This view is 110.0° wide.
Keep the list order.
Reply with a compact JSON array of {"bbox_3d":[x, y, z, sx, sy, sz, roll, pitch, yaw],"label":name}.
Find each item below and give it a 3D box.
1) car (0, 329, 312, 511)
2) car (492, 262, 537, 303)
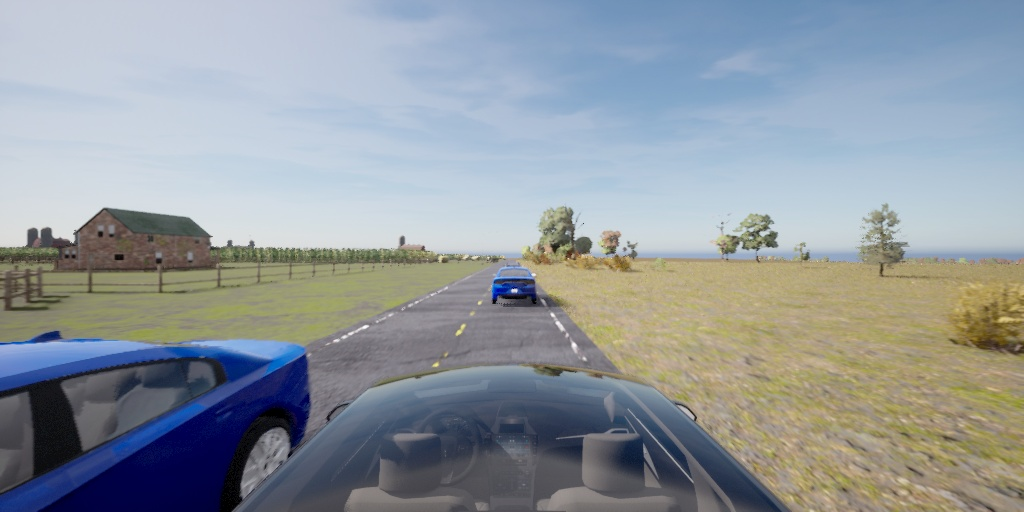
[{"bbox_3d":[-2.851,1.228,1.375,1.882,1.535,5.008,0,0,0],"label":"car"},{"bbox_3d":[0.098,1.235,16.686,1.882,1.535,5.008,0,0,0],"label":"car"}]
